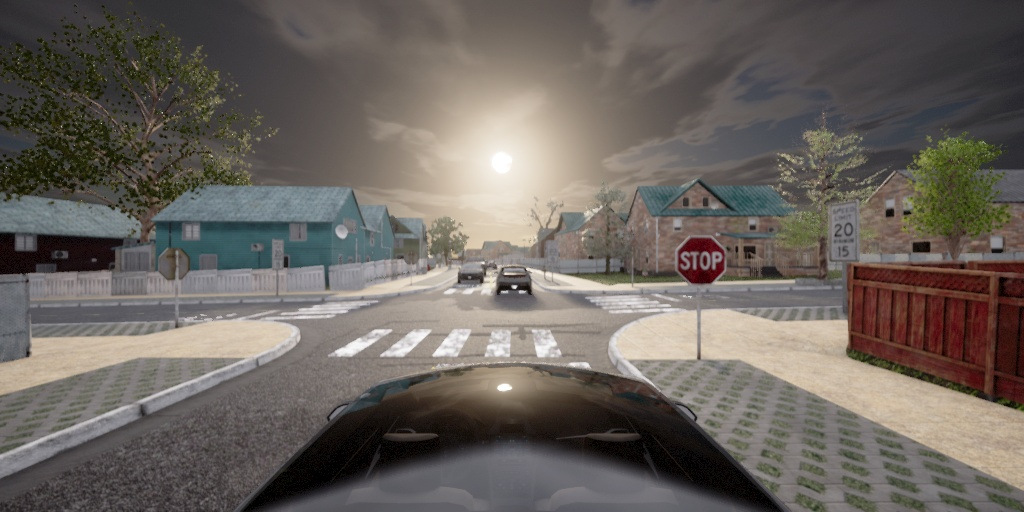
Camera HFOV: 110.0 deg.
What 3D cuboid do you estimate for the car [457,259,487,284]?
[{"bbox_3d":[-3.162,1.265,28.066,1.882,1.535,5.008,0,0,-3],"label":"car"}]

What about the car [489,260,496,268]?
[{"bbox_3d":[-3.469,1.446,57.839,1.812,1.442,4.674,0,0,-10],"label":"car"}]

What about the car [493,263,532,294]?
[{"bbox_3d":[0.070,1.263,20.030,1.837,1.490,4.892,0,0,-1],"label":"car"}]

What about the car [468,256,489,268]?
[{"bbox_3d":[-3.879,1.046,38.524,2.150,2.045,5.566,0,0,-6],"label":"car"}]
